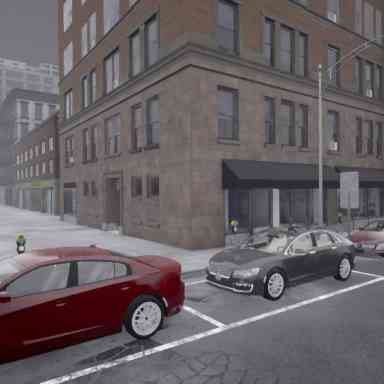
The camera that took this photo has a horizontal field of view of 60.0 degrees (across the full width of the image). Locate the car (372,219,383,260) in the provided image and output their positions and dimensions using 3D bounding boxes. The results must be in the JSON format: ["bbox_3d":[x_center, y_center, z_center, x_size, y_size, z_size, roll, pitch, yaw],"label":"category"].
[{"bbox_3d":[6.859,1.581,11.458,4.206,1.307,1.802,0,-1,-36],"label":"car"}]

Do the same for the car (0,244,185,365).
[{"bbox_3d":[-2.221,1.544,4.958,4.507,1.381,1.887,0,-1,-36],"label":"car"}]

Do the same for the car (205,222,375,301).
[{"bbox_3d":[2.319,1.550,8.208,4.403,1.369,2.008,0,-1,-36],"label":"car"}]
